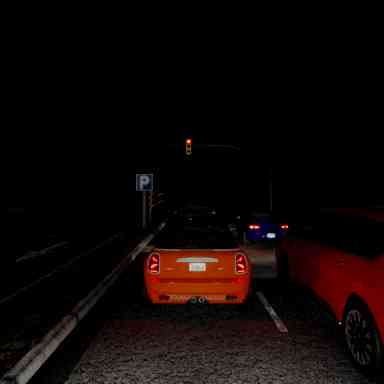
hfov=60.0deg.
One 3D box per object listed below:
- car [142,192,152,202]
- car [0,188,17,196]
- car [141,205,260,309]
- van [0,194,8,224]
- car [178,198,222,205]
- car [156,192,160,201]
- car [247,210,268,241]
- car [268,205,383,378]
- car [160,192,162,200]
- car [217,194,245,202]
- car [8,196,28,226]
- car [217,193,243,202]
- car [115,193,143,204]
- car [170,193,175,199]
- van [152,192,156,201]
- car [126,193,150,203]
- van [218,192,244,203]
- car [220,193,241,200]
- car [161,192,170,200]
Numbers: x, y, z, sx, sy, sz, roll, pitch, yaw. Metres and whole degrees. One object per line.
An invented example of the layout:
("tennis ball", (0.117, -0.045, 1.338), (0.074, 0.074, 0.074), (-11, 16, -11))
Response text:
("car", (-10.927, 1.309, 63.316), (5.366, 1.575, 1.946), (-1, 0, -15))
("car", (-28.267, 0.132, 51.156), (2.002, 1.452, 4.674), (6, -3, -20))
("car", (0.101, 1.363, 8.077), (2.097, 1.767, 4.553), (0, 0, 0))
("van", (-13.640, 1.294, 19.534), (4.442, 1.987, 1.878), (-1, 0, -20))
("car", (0.142, 1.377, 16.723), (2.097, 1.767, 4.553), (0, 0, 0))
("car", (-10.158, 1.315, 72.280), (4.892, 1.521, 2.231), (-1, 0, -14))
("car", (3.132, 1.548, 15.382), (1.812, 1.442, 4.674), (0, 0, 0))
("car", (3.099, 1.229, 5.688), (2.150, 2.045, 5.566), (0, 0, -1))
("car", (-9.791, 1.353, 75.276), (4.674, 1.452, 2.002), (-1, 0, -13))
("car", (8.064, 1.258, 68.920), (5.366, 1.575, 1.946), (1, 0, -13))
("car", (-13.671, 1.401, 22.511), (4.553, 1.767, 2.185), (-1, 0, -19))
("car", (7.534, 1.136, 65.925), (4.553, 1.767, 2.185), (1, 0, -14))
("car", (-11.565, 1.353, 60.322), (4.792, 1.488, 2.163), (-1, 0, -15))
("car", (-8.179, 1.057, 87.270), (5.566, 2.045, 2.435), (-1, 0, -12))
("van", (-10.380, 1.087, 69.309), (4.442, 1.987, 1.878), (-1, 0, -14))
("car", (-10.839, 1.190, 66.268), (4.553, 1.767, 2.185), (-1, 0, -14))
("van", (7.157, 1.037, 62.955), (4.442, 1.987, 1.878), (1, 0, -14))
("car", (9.295, 1.122, 80.629), (4.553, 1.767, 2.185), (1, 0, -12))
("car", (-8.623, 1.350, 84.262), (4.674, 1.452, 2.002), (-1, 0, -12))
